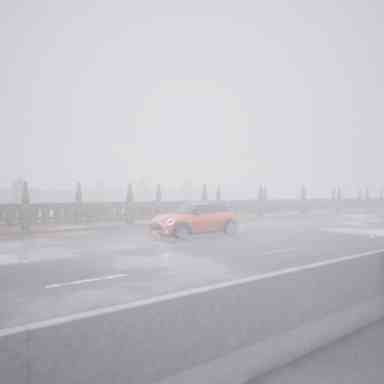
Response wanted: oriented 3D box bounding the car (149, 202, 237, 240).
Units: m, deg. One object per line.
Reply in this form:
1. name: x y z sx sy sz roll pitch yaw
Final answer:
1. car: 0.084 1.351 16.954 4.553 1.767 2.097 0 0 -36
